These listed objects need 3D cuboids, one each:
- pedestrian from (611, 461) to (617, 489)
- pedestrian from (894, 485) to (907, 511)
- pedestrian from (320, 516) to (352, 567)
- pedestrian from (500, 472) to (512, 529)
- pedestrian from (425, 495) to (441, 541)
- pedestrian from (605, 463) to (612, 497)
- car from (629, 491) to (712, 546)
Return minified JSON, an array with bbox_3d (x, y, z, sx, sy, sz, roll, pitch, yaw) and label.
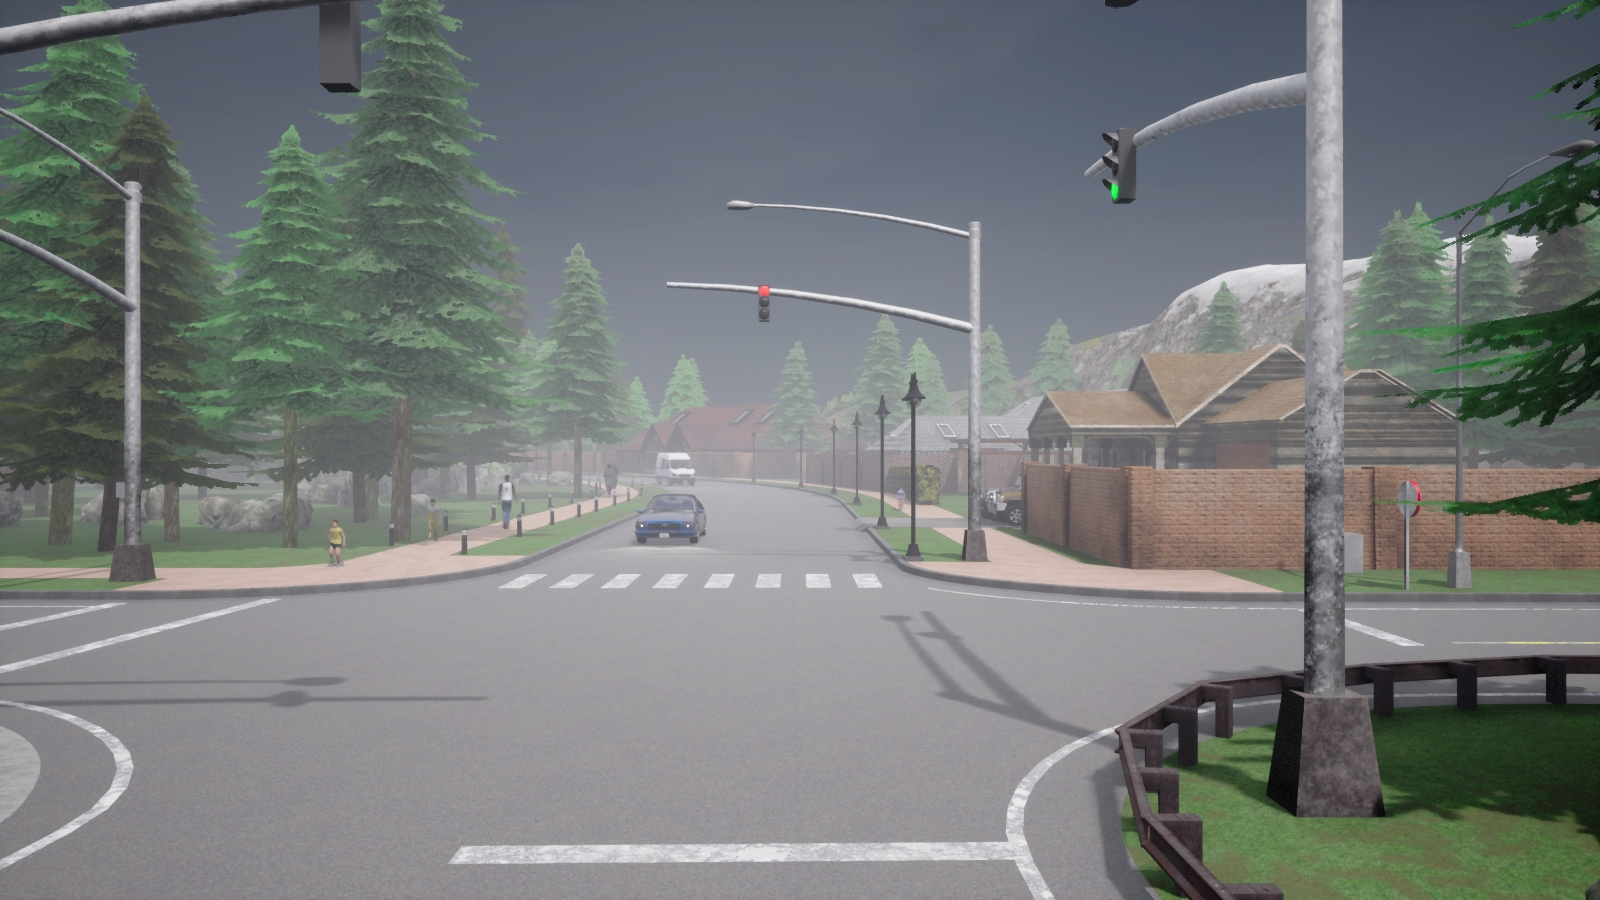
[{"bbox_3d":[-12.324,1.662,75.788,0.375,1.860,0.375,0,0,-8],"label":"pedestrian"},{"bbox_3d":[4.317,2.046,48.913,0.500,1.100,0.500,0,0,-1],"label":"pedestrian"},{"bbox_3d":[-10.405,2.054,25.635,0.500,1.100,0.500,0,0,0],"label":"pedestrian"},{"bbox_3d":[-9.745,1.664,37.935,0.375,1.860,0.375,0,0,-13],"label":"pedestrian"},{"bbox_3d":[-10.497,1.943,32.673,0.375,1.300,0.375,0,0,-9],"label":"pedestrian"},{"bbox_3d":[-10.615,1.664,63.394,0.375,1.860,0.375,0,0,-11],"label":"pedestrian"},{"bbox_3d":[-3.930,2.072,35.589,2.033,1.411,5.357,0,0,0],"label":"car"}]
